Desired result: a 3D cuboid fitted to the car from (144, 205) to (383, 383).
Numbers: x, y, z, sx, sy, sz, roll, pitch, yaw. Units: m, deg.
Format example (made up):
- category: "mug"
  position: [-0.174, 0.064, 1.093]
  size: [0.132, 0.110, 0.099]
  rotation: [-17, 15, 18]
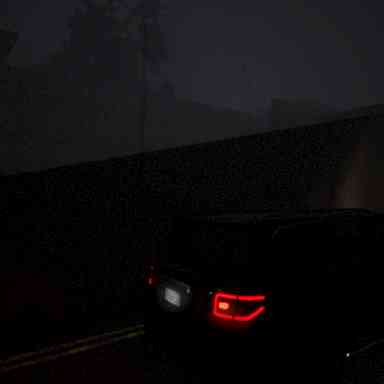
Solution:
- category: "car"
  position: [1.979, 1.229, 5.189]
  size: [5.566, 2.045, 2.150]
  rotation: [0, 0, -35]
